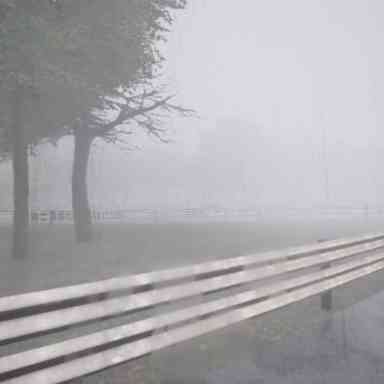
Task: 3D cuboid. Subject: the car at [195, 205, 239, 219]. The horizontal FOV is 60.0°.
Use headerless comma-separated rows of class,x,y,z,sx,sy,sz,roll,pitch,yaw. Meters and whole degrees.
car,2.824,2.185,37.722,5.008,1.535,1.882,-1,0,1
